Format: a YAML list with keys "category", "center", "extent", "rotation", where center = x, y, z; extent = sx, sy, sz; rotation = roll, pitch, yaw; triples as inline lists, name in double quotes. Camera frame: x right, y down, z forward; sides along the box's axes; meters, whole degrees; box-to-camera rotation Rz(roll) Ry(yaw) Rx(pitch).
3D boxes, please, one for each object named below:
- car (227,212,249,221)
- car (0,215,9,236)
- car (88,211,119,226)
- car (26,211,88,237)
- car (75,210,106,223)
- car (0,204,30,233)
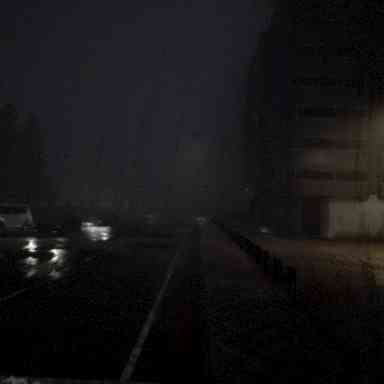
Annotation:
- category: "car"
  center: [9.310, 4.748, 65.522]
  extent: [4.553, 1.767, 2.097]
  rotation: [2, -3, -1]
- category: "car"
  center: [-9.559, 1.792, 13.091]
  extent: [1.812, 1.442, 4.674]
  rotation: [2, -3, 1]
- category: "car"
  center: [-9.234, 2.839, 35.927]
  extent: [2.128, 1.511, 4.902]
  rotation: [2, -2, 1]
- category: "car"
  center: [-9.428, 2.251, 23.788]
  extent: [1.882, 1.535, 5.008]
  rotation: [2, -3, 1]
- category: "car"
  center: [-12.613, 3.033, 41.578]
  extent: [2.033, 1.411, 5.357]
  rotation: [2, -3, 1]
- category: "car"
  center: [-12.936, 1.800, 22.451]
  extent: [2.150, 2.045, 5.566]
  rotation: [2, -3, 1]
